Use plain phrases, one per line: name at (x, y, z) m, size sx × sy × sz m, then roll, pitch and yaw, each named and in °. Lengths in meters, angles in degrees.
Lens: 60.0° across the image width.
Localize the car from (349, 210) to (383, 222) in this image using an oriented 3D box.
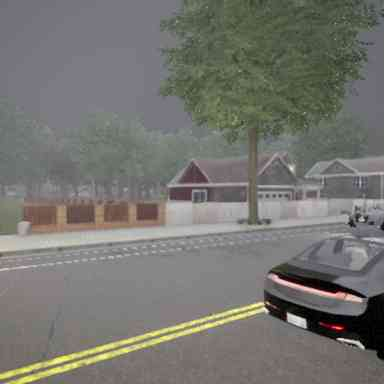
car at (10.961, 1.362, 19.499) m, size 4.181 × 1.385 × 1.994 m, roll 0°, pitch 0°, yaw -36°

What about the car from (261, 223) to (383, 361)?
car at (3.366, 1.518, 5.878) m, size 4.902 × 1.511 × 2.128 m, roll 0°, pitch 0°, yaw -36°
